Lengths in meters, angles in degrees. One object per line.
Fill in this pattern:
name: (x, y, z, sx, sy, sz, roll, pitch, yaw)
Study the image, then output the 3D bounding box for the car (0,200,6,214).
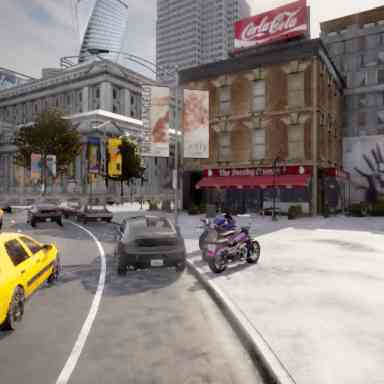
car: (-13.377, 1.340, 21.437, 2.097, 1.767, 4.553, 0, 0, -30)

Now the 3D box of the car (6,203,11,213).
car: (-21.352, 1.545, 36.117, 4.181, 1.385, 1.994, 0, 0, 41)

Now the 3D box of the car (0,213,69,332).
car: (-3.948, 1.452, 6.575, 1.801, 1.575, 5.366, 0, 0, -10)

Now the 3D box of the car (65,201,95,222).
car: (-10.641, 1.512, 29.304, 2.002, 1.452, 4.674, 0, 0, -38)

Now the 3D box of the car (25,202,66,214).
car: (-10.415, 1.498, 23.288, 1.837, 1.490, 4.892, 1, 0, -31)

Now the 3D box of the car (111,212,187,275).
car: (-1.487, 1.504, 10.572, 1.837, 1.490, 4.892, 0, 0, -15)
